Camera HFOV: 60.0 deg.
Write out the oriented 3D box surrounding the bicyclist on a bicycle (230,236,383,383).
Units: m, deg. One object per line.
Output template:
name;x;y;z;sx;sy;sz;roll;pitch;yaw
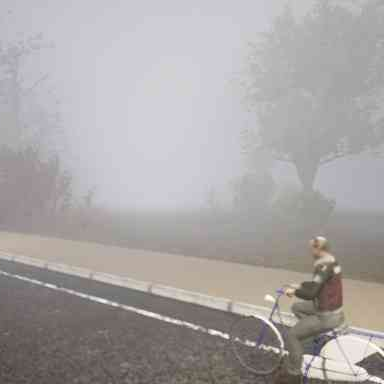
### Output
bicyclist on a bicycle;1.230;1.367;3.757;1.843;1.776;0.659;0;0;35
